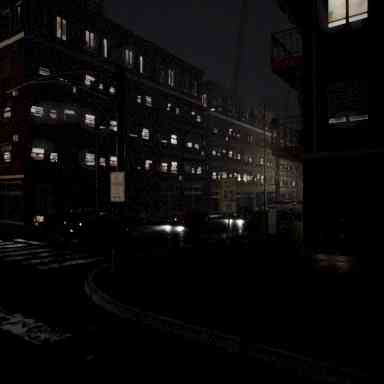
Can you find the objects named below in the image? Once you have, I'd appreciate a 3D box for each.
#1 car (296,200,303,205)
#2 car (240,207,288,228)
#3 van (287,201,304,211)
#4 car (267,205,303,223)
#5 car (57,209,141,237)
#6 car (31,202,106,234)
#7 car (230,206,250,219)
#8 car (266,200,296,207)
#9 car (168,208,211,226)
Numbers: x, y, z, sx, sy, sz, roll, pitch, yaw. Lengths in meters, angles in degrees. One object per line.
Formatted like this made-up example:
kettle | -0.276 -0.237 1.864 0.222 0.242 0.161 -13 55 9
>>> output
car | 15.825 2.085 45.073 2.150 2.045 5.566 0 -2 35
car | 5.712 2.048 26.167 1.802 1.307 4.206 -2 -2 35
van | 18.377 2.464 58.855 1.690 1.788 3.998 -1 -2 35
car | 8.969 2.121 30.826 2.008 1.369 4.403 -2 -2 35
car | -5.417 1.885 20.308 1.895 1.301 4.718 0 -1 36
car | -7.679 1.604 21.591 2.192 1.841 5.009 -1 -2 35
car | 5.537 2.196 35.955 1.994 1.385 4.181 0 -1 34
car | 11.715 2.050 44.700 2.150 2.045 5.566 0 -1 35
car | -0.176 2.014 27.780 1.994 1.385 4.181 0 -1 34
